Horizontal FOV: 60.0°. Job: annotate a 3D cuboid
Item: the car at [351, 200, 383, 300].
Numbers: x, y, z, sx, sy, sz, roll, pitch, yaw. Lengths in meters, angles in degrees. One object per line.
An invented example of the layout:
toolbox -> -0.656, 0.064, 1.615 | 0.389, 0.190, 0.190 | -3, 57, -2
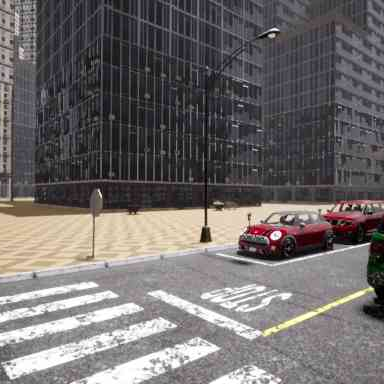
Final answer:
car -> 5.873, 1.231, 7.199 | 5.566, 2.045, 2.150 | 0, 0, -39

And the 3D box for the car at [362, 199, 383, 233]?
car -> 12.385, 1.341, 19.849 | 5.009, 1.841, 2.192 | 0, 0, -39

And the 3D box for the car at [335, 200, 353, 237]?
car -> 8.010, 1.335, 16.278 | 5.009, 1.841, 2.192 | 0, 0, -39

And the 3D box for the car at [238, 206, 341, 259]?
car -> 3.635, 1.454, 12.708 | 4.097, 1.590, 1.967 | 0, 0, -39
